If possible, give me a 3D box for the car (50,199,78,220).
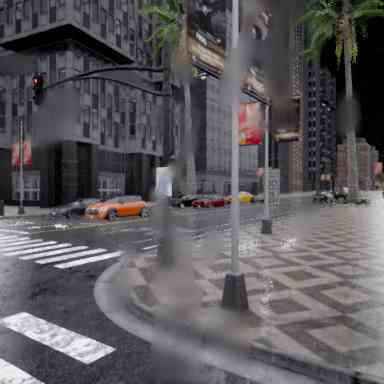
[{"bbox_3d":[-8.230,1.203,24.947,1.812,1.442,4.674,0,1,35],"label":"car"}]

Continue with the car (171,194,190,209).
[{"bbox_3d":[-0.791,0.930,35.444,1.882,1.535,5.008,0,1,35],"label":"car"}]

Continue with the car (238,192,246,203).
[{"bbox_3d":[6.775,0.711,46.056,1.882,1.535,5.008,0,1,35],"label":"car"}]

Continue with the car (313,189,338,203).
[{"bbox_3d":[17.388,0.684,43.897,1.837,1.490,4.892,0,0,35],"label":"car"}]

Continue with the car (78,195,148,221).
[{"bbox_3d":[-5.258,1.025,23.524,2.097,1.767,4.553,0,1,35],"label":"car"}]

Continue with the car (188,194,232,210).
[{"bbox_3d":[1.951,1.056,33.691,1.895,1.301,4.718,0,1,35],"label":"car"}]

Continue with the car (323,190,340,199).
[{"bbox_3d":[25.759,0.348,61.331,1.882,1.535,5.008,0,1,36],"label":"car"}]

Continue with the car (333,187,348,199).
[{"bbox_3d":[23.672,0.228,52.772,2.150,2.045,5.566,0,1,36],"label":"car"}]

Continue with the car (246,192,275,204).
[{"bbox_3d":[9.442,0.745,44.203,1.837,1.490,4.892,0,1,36],"label":"car"}]
